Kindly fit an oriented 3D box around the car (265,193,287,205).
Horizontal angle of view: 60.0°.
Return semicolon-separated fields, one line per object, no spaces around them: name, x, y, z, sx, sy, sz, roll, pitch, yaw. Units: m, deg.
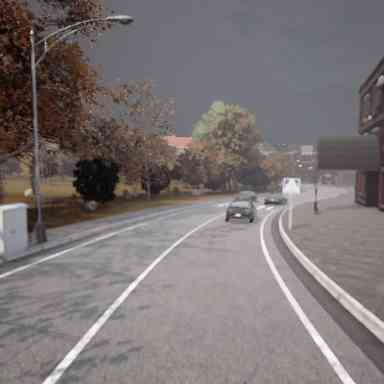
car;10.315;0.827;40.637;1.994;1.385;4.181;3;3;26

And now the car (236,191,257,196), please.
car;6.841;0.620;41.981;1.837;1.490;4.892;3;2;28

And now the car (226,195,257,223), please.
car;3.502;1.249;23.266;1.812;1.442;4.674;1;2;14
